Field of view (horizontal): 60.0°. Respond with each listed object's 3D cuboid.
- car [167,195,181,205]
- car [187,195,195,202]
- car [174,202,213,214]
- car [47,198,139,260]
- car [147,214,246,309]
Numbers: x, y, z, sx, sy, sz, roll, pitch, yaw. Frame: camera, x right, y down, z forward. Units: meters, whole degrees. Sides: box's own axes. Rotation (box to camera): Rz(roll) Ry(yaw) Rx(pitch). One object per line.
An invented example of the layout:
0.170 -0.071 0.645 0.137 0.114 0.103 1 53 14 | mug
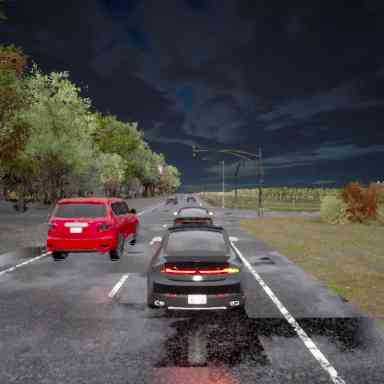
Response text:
-3.541 1.510 60.291 1.837 1.490 4.892 0 0 0 | car
-0.175 1.501 76.253 1.837 1.490 4.892 0 0 0 | car
0.063 1.482 17.100 1.882 1.535 5.008 0 0 0 | car
-3.428 1.224 12.508 2.150 2.045 5.566 0 0 0 | car
0.081 1.507 7.855 1.837 1.490 4.892 0 0 0 | car
